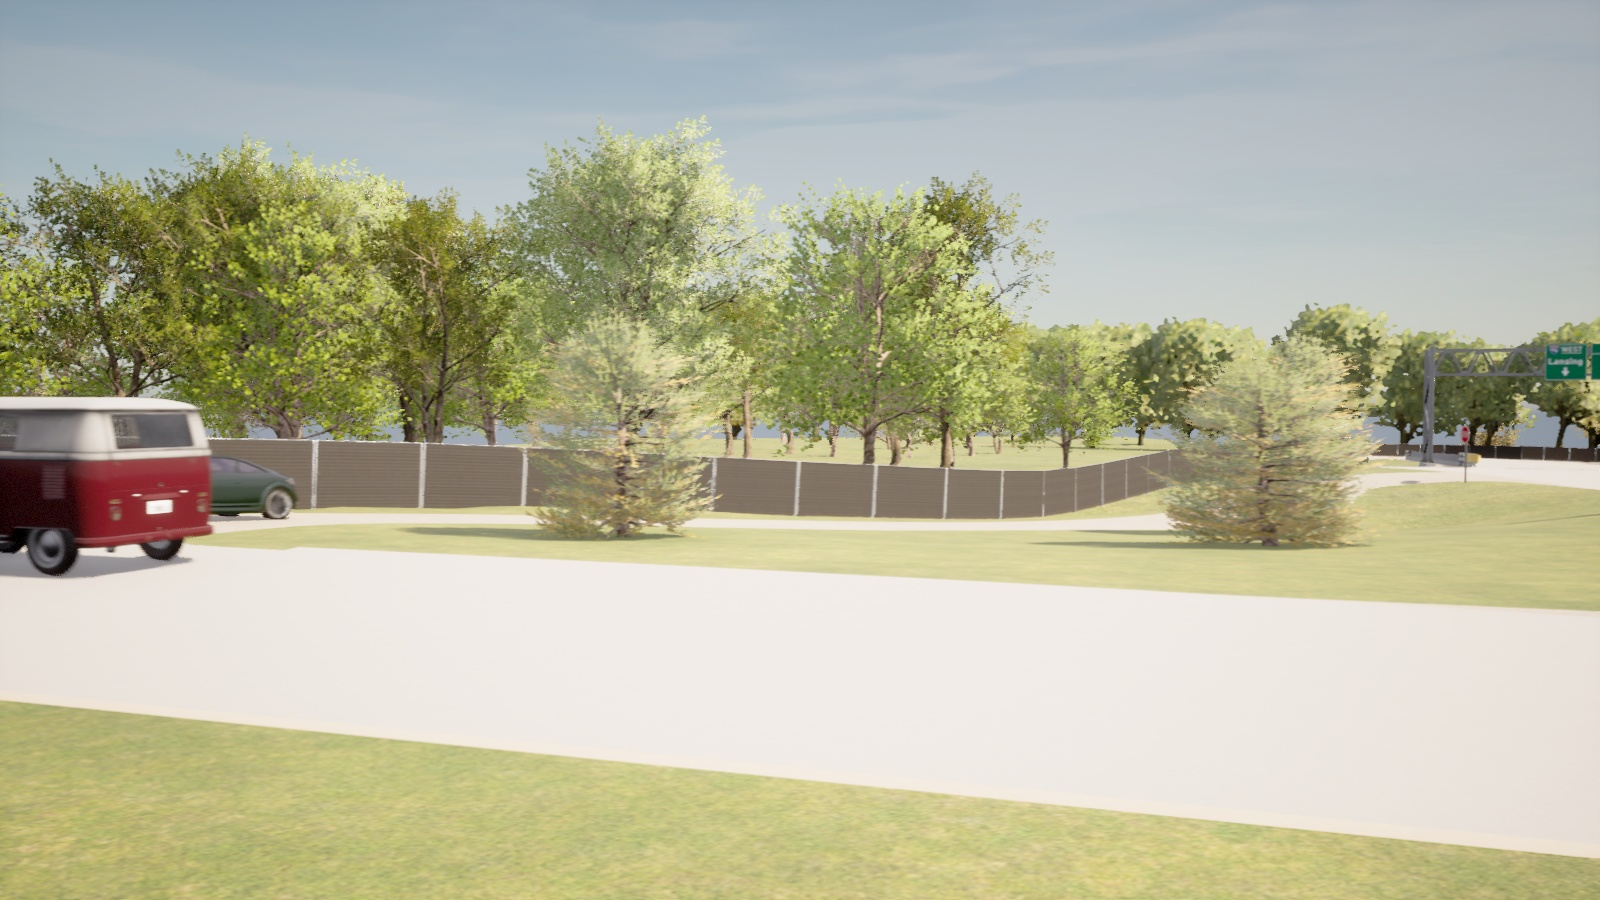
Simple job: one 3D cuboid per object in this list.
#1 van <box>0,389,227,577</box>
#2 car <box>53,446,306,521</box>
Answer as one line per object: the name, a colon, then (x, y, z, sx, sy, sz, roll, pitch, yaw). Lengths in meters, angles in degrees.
van: (-9.206, 0.288, 14.835, 4.442, 1.987, 1.775, 1, 2, 20)
car: (-12.569, 0.669, 25.704, 1.994, 1.385, 4.181, 1, -1, 32)
